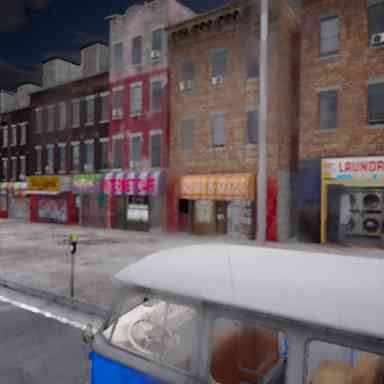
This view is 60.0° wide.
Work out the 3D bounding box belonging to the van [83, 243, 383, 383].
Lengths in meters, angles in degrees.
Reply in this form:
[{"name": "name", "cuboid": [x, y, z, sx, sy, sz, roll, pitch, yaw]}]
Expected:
[{"name": "van", "cuboid": [1.044, 1.339, 2.046, 3.998, 1.788, 1.690, -1, 1, 35]}]
